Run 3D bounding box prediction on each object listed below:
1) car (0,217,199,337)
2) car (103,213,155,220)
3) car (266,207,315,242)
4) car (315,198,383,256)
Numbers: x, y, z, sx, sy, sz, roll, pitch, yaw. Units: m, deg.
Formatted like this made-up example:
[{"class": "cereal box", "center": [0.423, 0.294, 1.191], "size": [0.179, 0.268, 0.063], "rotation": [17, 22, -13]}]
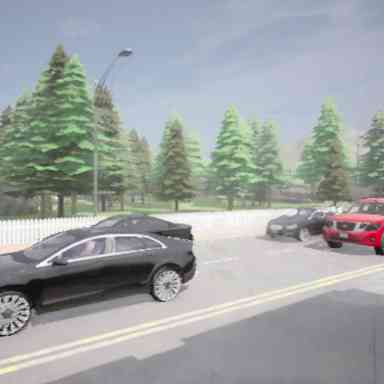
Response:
[{"class": "car", "center": [-2.153, 1.499, 6.731], "size": [4.902, 1.511, 2.128], "rotation": [0, 0, -35]}, {"class": "car", "center": [-2.253, 1.491, 10.947], "size": [5.008, 1.535, 1.882], "rotation": [0, 0, -35]}, {"class": "car", "center": [5.780, 1.533, 16.604], "size": [4.902, 1.511, 2.128], "rotation": [0, 0, -35]}, {"class": "car", "center": [7.799, 1.269, 13.744], "size": [5.566, 2.045, 2.150], "rotation": [1, 0, -35]}]
